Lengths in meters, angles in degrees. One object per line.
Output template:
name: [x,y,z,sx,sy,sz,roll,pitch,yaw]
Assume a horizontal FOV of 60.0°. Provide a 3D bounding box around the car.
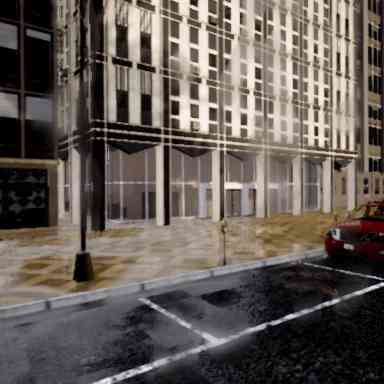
car: [6.501,1.220,10.920,5.009,1.841,2.192,-1,0,-36]
